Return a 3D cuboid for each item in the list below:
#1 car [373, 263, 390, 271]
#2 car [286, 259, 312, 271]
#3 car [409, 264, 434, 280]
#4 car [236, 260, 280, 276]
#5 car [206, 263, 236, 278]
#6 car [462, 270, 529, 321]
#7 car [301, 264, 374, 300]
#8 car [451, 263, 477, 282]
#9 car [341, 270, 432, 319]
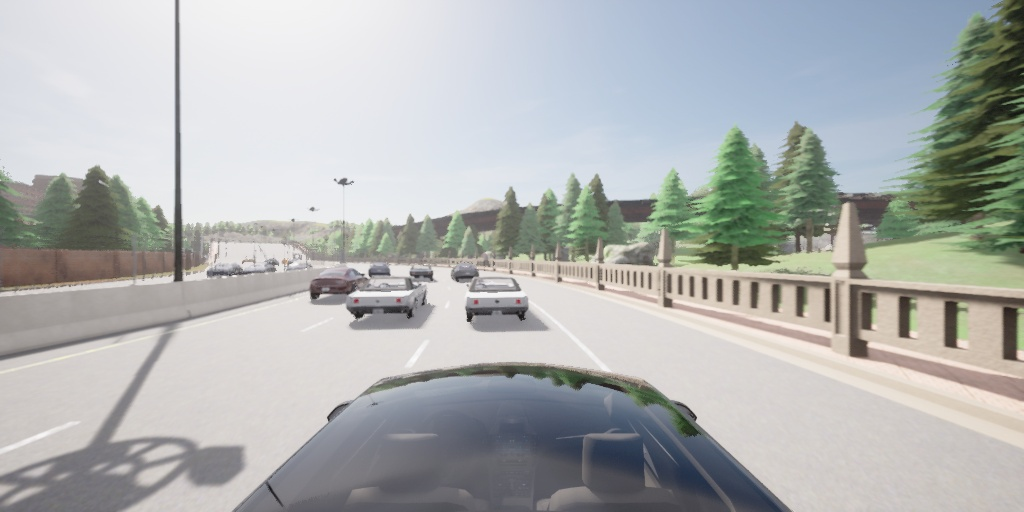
[{"bbox_3d":[-13.056,1.326,35.276,1.994,1.385,4.181,0,0,-20],"label":"car"},{"bbox_3d":[-20.571,1.284,34.954,2.128,1.511,4.902,0,0,-22],"label":"car"},{"bbox_3d":[-7.727,1.349,30.357,1.895,1.301,4.718,0,0,-16],"label":"car"},{"bbox_3d":[-24.051,1.352,34.399,2.033,1.411,5.357,0,0,-21],"label":"car"},{"bbox_3d":[-28.323,1.367,35.669,2.033,1.411,5.357,0,0,-23],"label":"car"},{"bbox_3d":[-0.658,1.342,12.512,1.895,1.301,4.718,0,0,-6],"label":"car"},{"bbox_3d":[-8.516,1.290,17.968,1.812,1.442,4.674,0,0,-9],"label":"car"},{"bbox_3d":[-3.914,1.298,29.474,1.994,1.385,4.181,0,0,-15],"label":"car"},{"bbox_3d":[-4.208,1.354,12.845,1.895,1.301,4.718,0,0,-6],"label":"car"}]
